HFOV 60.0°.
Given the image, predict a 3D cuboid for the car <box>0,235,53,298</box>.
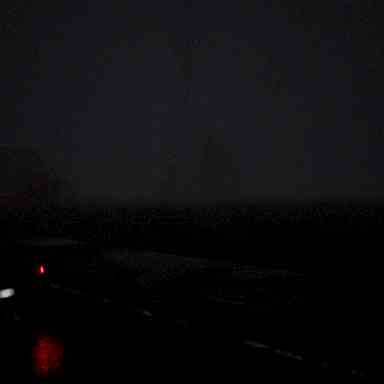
[{"bbox_3d":[-5.261,1.603,7.532,4.718,1.301,1.895,0,0,36],"label":"car"}]
